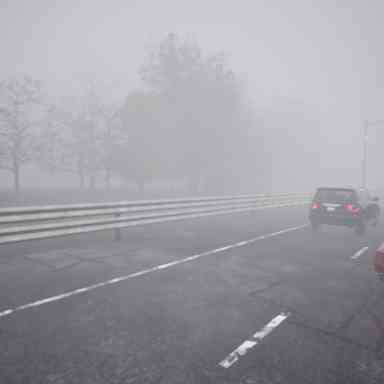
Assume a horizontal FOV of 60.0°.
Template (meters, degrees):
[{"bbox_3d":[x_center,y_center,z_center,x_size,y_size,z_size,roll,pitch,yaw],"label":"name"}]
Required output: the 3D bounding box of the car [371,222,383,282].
[{"bbox_3d":[5.845,1.400,8.106,1.895,1.301,4.718,3,3,37],"label":"car"}]

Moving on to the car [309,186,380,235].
[{"bbox_3d":[7.371,0.740,15.833,2.150,2.045,5.566,3,3,38],"label":"car"}]
